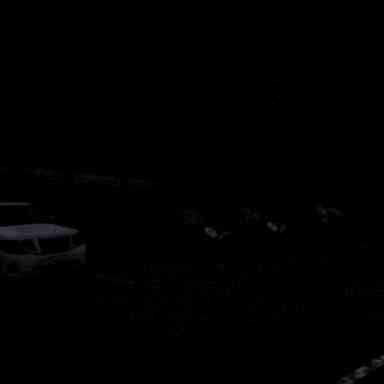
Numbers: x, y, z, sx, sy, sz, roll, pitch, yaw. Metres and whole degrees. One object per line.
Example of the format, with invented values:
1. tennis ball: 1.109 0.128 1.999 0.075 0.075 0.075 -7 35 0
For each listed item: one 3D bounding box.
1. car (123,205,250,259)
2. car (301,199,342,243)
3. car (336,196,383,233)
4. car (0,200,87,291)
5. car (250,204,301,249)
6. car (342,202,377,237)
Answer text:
1. car: -0.462 1.363 12.718 4.553 1.767 2.185 -1 -1 35
2. car: 4.508 1.364 16.195 4.553 1.767 2.185 -1 0 34
3. car: 9.378 1.240 19.733 5.566 2.045 2.435 -1 -1 35
4. car: -5.334 1.235 9.183 5.566 2.045 2.435 -1 -1 34
5. car: 1.999 1.364 14.481 4.553 1.767 2.185 -1 -1 34
6. car: 6.942 1.492 17.973 4.892 1.521 2.231 -1 -1 34
